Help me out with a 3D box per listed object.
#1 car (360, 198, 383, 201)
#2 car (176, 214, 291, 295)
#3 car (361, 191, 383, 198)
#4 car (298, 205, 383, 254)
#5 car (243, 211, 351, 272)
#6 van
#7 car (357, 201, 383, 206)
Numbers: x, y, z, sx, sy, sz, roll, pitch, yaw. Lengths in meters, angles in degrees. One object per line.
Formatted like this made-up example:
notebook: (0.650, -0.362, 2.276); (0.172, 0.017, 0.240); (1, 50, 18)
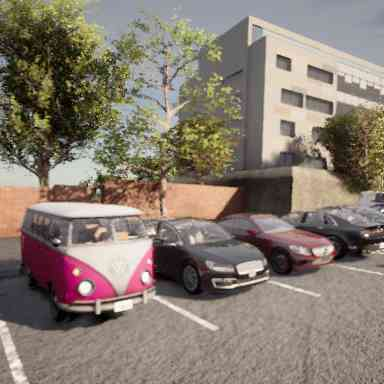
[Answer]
car: (8.977, 1.250, 15.265); (2.097, 1.535, 5.008); (-1, 1, -35)
car: (-0.158, 1.424, 8.837); (2.231, 1.521, 4.892); (-1, 1, -35)
car: (11.271, 0.956, 16.854); (2.435, 2.045, 5.566); (-1, 1, -35)
car: (4.311, 1.340, 11.973); (2.231, 1.521, 4.892); (-1, 1, -35)
car: (2.125, 1.420, 10.442); (2.002, 1.452, 4.674); (-1, 1, -35)
van: (-2.372, 1.235, 7.124); (1.878, 1.987, 4.442); (0, 0, -35)
car: (6.688, 1.295, 13.665); (2.231, 1.521, 4.892); (-1, 1, -35)
